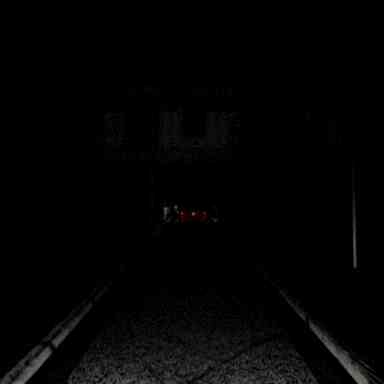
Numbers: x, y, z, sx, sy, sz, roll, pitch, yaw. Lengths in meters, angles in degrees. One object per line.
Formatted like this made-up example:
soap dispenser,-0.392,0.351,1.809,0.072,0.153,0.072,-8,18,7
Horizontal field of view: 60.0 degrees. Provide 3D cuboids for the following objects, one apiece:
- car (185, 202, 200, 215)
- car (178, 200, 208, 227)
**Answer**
car,0.088,2.071,42.973,1.882,1.535,5.008,0,-1,0
car,0.093,1.554,24.878,2.097,1.767,4.553,0,-1,0
